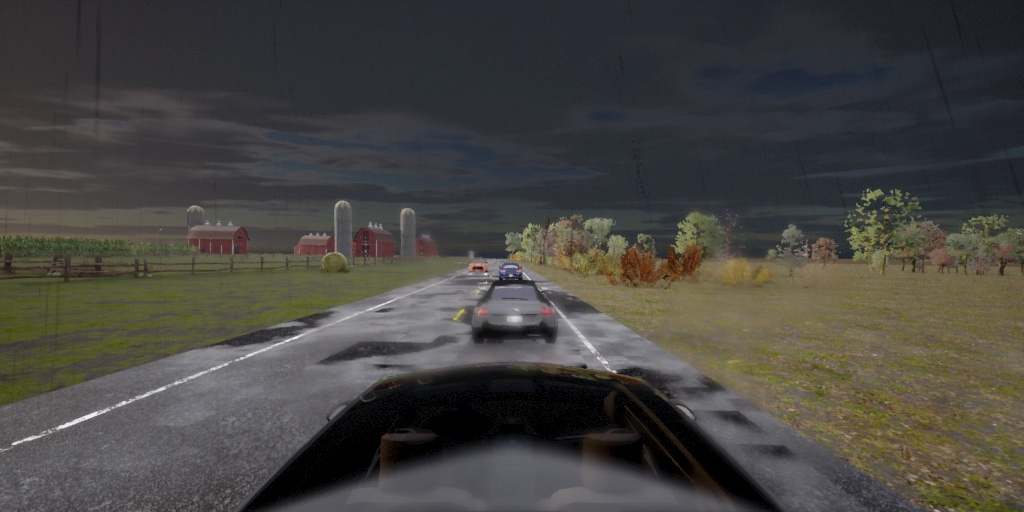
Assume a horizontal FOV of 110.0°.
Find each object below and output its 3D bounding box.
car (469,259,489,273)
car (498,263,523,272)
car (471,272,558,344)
[{"bbox_3d":[-3.942,1.105,42.976,2.097,1.767,4.553,0,0,0],"label":"car"},{"bbox_3d":[-0.117,1.274,29.033,1.812,1.442,4.674,0,0,-1],"label":"car"},{"bbox_3d":[0.058,1.313,9.640,1.994,1.385,4.181,0,0,0],"label":"car"}]
